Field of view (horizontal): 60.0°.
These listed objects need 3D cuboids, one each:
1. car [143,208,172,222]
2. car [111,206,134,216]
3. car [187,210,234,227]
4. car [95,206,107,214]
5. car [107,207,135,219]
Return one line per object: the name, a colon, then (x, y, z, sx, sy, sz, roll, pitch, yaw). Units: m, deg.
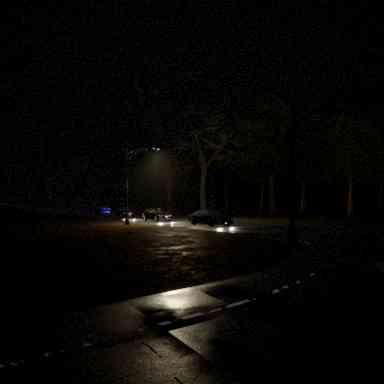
car: (-4.029, 2.579, 38.028, 1.837, 1.490, 4.892, 1, -2, -33)
car: (-11.919, 3.223, 56.618, 2.128, 1.511, 4.902, 1, -2, -33)
car: (1.478, 2.282, 29.669, 2.033, 1.411, 5.357, 0, -2, -30)
car: (-17.636, 3.512, 65.336, 1.882, 1.535, 5.008, 1, -2, -33)
car: (-9.615, 2.896, 46.562, 2.128, 1.511, 4.902, 1, -2, -33)
